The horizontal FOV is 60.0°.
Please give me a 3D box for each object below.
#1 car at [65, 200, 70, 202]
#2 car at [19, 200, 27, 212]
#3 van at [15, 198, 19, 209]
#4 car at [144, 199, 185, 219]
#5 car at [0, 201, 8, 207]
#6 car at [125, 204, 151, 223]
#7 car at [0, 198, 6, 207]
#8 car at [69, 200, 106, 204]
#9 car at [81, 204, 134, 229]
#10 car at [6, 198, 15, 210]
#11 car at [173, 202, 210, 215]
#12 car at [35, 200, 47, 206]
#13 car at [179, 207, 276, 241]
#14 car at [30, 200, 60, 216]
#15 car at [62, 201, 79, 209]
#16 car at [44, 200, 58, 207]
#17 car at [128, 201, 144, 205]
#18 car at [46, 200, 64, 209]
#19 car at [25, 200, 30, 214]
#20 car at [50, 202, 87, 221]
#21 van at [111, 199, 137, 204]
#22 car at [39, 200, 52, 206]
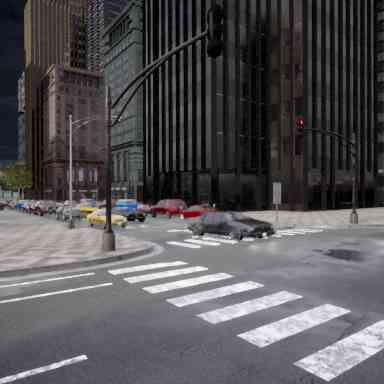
[{"bbox_3d":[-18.383,2.166,46.009,1.812,1.442,4.674,0,-1,-35],"label":"car"},{"bbox_3d":[-23.420,2.157,48.393,1.967,1.590,4.097,-1,0,-35],"label":"car"},{"bbox_3d":[-26.260,2.123,52.371,1.690,1.788,3.998,-1,0,-35],"label":"van"},{"bbox_3d":[-2.401,1.669,33.616,2.192,1.841,5.009,-1,0,-35],"label":"car"},{"bbox_3d":[-44.524,2.772,77.983,1.802,1.307,4.206,-1,0,-35],"label":"car"},{"bbox_3d":[-5.661,1.944,28.102,1.895,1.301,4.718,0,-1,-36],"label":"car"},{"bbox_3d":[-41.403,2.667,73.606,1.887,1.381,4.507,-1,0,-35],"label":"car"},{"bbox_3d":[-11.464,1.957,36.247,1.882,1.535,5.008,0,-1,-35],"label":"car"},{"bbox_3d":[-6.297,1.844,24.390,1.752,1.417,4.829,-1,0,-35],"label":"car"},{"bbox_3d":[-32.036,2.354,60.471,1.967,1.590,4.097,-1,0,-35],"label":"car"},{"bbox_3d":[0.554,1.829,29.471,1.887,1.381,4.507,-1,0,-35],"label":"car"},{"bbox_3d":[-37.889,2.711,83.361,2.008,1.369,4.403,-1,0,-35],"label":"car"},{"bbox_3d":[1.816,1.688,17.614,2.033,1.411,5.357,-1,-2,-36],"label":"car"},{"bbox_3d":[-17.749,1.901,40.438,2.192,1.841,5.009,-1,0,-35],"label":"car"},{"bbox_3d":[-22.784,2.408,62.185,1.802,1.307,4.206,-1,0,-35],"label":"car"},{"bbox_3d":[-31.846,2.596,74.890,1.947,1.339,4.313,-1,0,-35],"label":"car"},{"bbox_3d":[-5.344,2.005,37.761,1.802,1.307,4.206,-1,0,-35],"label":"car"},{"bbox_3d":[-25.046,2.317,60.777,1.882,1.535,5.008,0,-1,-35],"label":"car"},{"bbox_3d":[-20.581,2.196,44.416,1.887,1.381,4.507,-1,0,-35],"label":"car"},{"bbox_3d":[-12.069,2.005,32.483,2.008,1.369,4.403,-1,0,-35],"label":"car"},{"bbox_3d":[-8.299,1.833,41.906,1.690,1.788,3.998,-1,0,-35],"label":"van"},{"bbox_3d":[-34.868,2.661,79.126,1.947,1.339,4.313,-1,0,-35],"label":"car"}]
